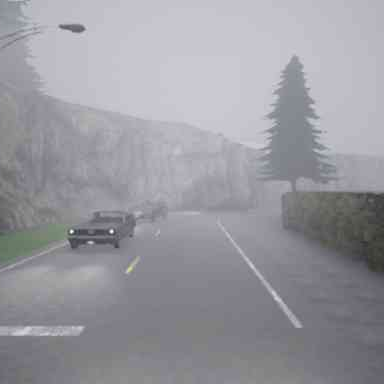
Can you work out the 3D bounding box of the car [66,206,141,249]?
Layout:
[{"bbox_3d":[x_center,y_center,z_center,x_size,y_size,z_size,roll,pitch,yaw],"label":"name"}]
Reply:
[{"bbox_3d":[-3.609,1.479,14.080,1.895,1.301,4.718,0,0,0],"label":"car"}]

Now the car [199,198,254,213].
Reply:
[{"bbox_3d":[3.426,1.267,32.636,5.357,1.411,2.033,0,1,-22],"label":"car"}]

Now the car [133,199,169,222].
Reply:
[{"bbox_3d":[-3.086,1.281,24.465,2.128,1.511,4.902,0,1,12],"label":"car"}]
